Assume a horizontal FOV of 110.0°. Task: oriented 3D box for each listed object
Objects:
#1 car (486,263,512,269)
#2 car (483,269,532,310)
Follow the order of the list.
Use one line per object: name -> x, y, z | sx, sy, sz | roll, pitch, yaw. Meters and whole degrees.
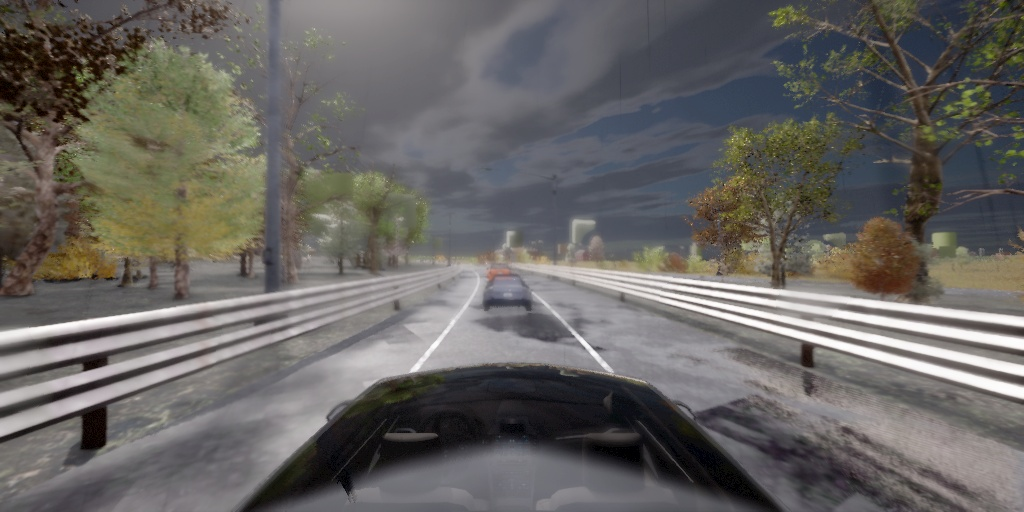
car -> -1.083, 1.397, 30.420 | 2.097, 1.767, 4.553 | 0, -1, -4
car -> -0.224, 1.460, 15.530 | 1.994, 1.385, 4.181 | 0, -1, -2
